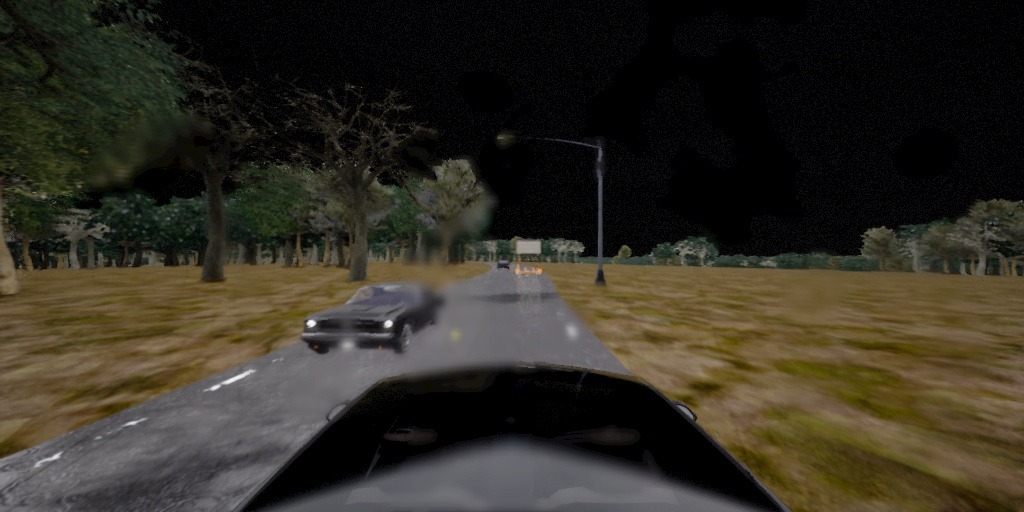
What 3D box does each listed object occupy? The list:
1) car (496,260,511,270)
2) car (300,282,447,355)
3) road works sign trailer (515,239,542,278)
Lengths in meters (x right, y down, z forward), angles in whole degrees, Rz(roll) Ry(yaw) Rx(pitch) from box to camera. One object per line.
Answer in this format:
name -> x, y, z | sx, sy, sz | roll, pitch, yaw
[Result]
car -> -1.171, 1.285, 51.027 | 2.033, 1.411, 5.357 | 0, 0, 0
car -> -2.973, 1.343, 8.806 | 1.895, 1.301, 4.718 | 0, 0, 1
road works sign trailer -> 1.525, 0.211, 33.721 | 2.380, 3.560, 2.880 | 0, 0, 2
